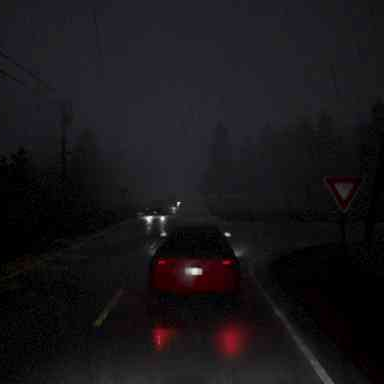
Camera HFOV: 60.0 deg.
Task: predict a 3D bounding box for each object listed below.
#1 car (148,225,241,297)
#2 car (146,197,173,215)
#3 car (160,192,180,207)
[{"bbox_3d":[0.085,1.539,8.591,1.994,1.385,4.181,0,0,1],"label":"car"},{"bbox_3d":[-3.300,1.453,32.411,2.033,1.411,5.357,0,0,0],"label":"car"},{"bbox_3d":[-3.295,1.073,48.191,2.150,2.045,5.566,0,1,0],"label":"car"}]
